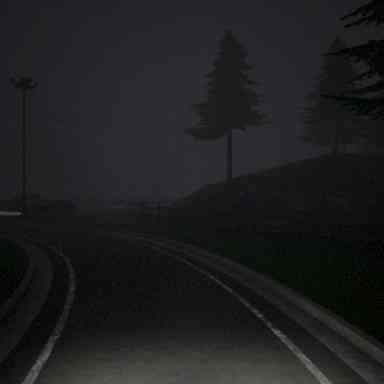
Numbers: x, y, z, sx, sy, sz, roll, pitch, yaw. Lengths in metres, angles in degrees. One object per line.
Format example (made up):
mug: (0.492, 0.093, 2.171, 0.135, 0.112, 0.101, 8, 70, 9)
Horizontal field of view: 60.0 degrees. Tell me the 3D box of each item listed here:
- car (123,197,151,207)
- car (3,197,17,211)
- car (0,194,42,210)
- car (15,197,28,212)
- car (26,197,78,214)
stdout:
car: (-9.239, 1.654, 56.134, 4.892, 1.490, 1.837, 0, 0, -44)
car: (-19.998, 1.636, 40.846, 4.674, 1.442, 1.812, 0, 0, -44)
car: (-22.321, 1.339, 43.483, 5.566, 2.045, 2.150, 0, 0, -44)
car: (-17.338, 1.609, 38.565, 4.892, 1.490, 1.837, 0, 0, -44)
car: (-14.893, 1.602, 36.060, 4.892, 1.490, 1.837, 0, 0, -44)
